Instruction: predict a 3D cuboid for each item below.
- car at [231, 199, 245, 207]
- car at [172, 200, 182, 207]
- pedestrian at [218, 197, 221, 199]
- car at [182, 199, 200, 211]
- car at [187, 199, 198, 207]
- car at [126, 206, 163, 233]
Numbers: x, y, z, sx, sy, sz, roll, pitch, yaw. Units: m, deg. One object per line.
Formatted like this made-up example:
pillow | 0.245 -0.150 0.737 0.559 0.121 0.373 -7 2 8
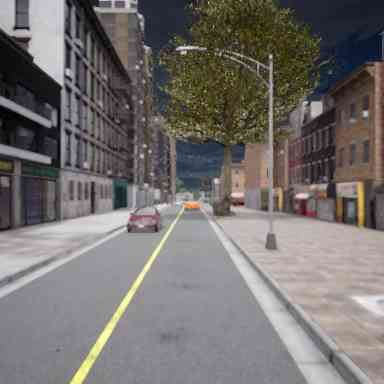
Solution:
car | 10.825 2.351 70.655 5.009 1.841 2.192 1 -2 0
car | -2.741 2.218 64.414 1.812 1.442 4.674 0 -1 0
pedestrian | 3.016 1.388 36.372 0.375 1.860 0.375 0 0 -10
car | 0.038 1.739 48.207 2.097 1.767 4.553 0 -1 1
car | 0.153 2.139 63.783 1.837 1.490 4.892 0 -3 4
car | -2.833 1.651 20.803 1.812 1.442 4.674 0 0 0
